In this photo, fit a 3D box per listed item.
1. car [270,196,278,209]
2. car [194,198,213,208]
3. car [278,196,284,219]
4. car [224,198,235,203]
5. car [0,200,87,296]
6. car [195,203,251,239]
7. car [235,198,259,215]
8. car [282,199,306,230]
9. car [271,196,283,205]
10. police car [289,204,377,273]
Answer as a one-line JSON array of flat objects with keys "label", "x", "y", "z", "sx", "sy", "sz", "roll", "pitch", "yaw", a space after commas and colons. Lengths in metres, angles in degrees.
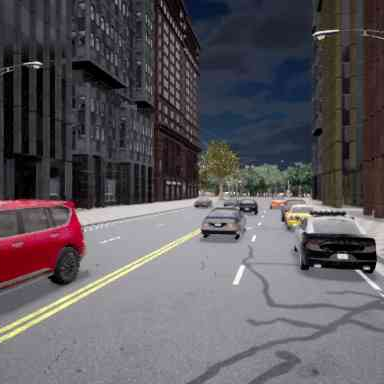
[{"label": "car", "x": 11.664, "y": 1.348, "z": 45.008, "sx": 2.097, "sy": 1.767, "sz": 4.553, "roll": 0, "pitch": 0, "yaw": 14}, {"label": "car", "x": 1.628, "y": 1.544, "z": 45.445, "sx": 2.033, "sy": 1.411, "sz": 5.357, "roll": 0, "pitch": 0, "yaw": 14}, {"label": "car", "x": 8.142, "y": 1.350, "z": 26.327, "sx": 2.097, "sy": 1.767, "sz": 4.553, "roll": 0, "pitch": 0, "yaw": 14}, {"label": "car", "x": 5.826, "y": 1.560, "z": 48.963, "sx": 1.994, "sy": 1.385, "sz": 4.181, "roll": 0, "pitch": 0, "yaw": 14}, {"label": "car", "x": -4.369, "y": 1.221, "z": 6.820, "sx": 2.150, "sy": 2.045, "sz": 5.566, "roll": 0, "pitch": 0, "yaw": 14}, {"label": "car", "x": 1.784, "y": 1.547, "z": 17.585, "sx": 2.033, "sy": 1.411, "sz": 5.357, "roll": 0, "pitch": 0, "yaw": 14}, {"label": "car", "x": 5.920, "y": 1.475, "z": 34.687, "sx": 1.882, "sy": 1.535, "sz": 5.008, "roll": 0, "pitch": 0, "yaw": 14}, {"label": "car", "x": 6.783, "y": 1.454, "z": 20.709, "sx": 1.801, "sy": 1.575, "sz": 5.366, "roll": 0, "pitch": 0, "yaw": 14}, {"label": "car", "x": 15.276, "y": 1.541, "z": 59.976, "sx": 2.033, "sy": 1.411, "sz": 5.357, "roll": 0, "pitch": 0, "yaw": 14}, {"label": "police car", "x": 4.414, "y": 1.425, "z": 10.911, "sx": 1.930, "sy": 1.638, "sz": 5.238, "roll": 0, "pitch": 0, "yaw": 14}]
